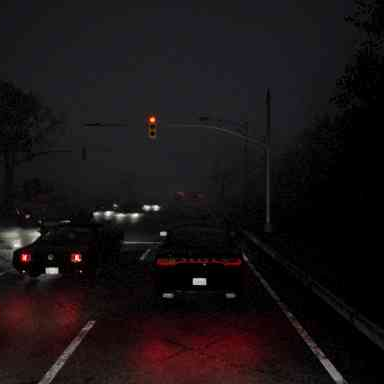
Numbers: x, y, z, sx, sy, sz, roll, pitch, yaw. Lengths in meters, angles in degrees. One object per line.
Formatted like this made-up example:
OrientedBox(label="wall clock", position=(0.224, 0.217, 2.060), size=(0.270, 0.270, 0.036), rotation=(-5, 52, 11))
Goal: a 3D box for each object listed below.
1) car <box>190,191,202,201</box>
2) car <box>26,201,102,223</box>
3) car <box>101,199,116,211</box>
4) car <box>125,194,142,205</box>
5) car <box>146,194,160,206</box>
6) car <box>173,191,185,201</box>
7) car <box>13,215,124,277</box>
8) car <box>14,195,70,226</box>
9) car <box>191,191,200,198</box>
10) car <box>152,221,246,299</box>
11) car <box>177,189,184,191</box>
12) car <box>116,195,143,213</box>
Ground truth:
OrientedBox(label="car", position=(0.792, 0.738, 66.938), size=(2.150, 2.045, 5.566), rotation=(0, 3, 1))
OrientedBox(label="car", position=(-6.956, 1.491, 18.757), size=(2.128, 1.511, 4.902), rotation=(0, 0, 1))
OrientedBox(label="car", position=(-10.213, 1.563, 39.981), size=(1.994, 1.385, 4.181), rotation=(0, 0, 1))
OrientedBox(label="car", position=(-10.002, 1.279, 57.210), size=(2.097, 1.767, 4.553), rotation=(0, 1, 1))
OrientedBox(label="car", position=(-6.524, 1.556, 55.836), size=(1.895, 1.301, 4.718), rotation=(0, 1, 1))
OrientedBox(label="car", position=(-2.808, 1.070, 66.869), size=(2.033, 1.411, 5.357), rotation=(0, 3, 1))
OrientedBox(label="car", position=(-3.373, 1.601, 10.199), size=(1.895, 1.301, 4.718), rotation=(0, 0, -1))
OrientedBox(label="car", position=(-10.399, 1.224, 23.846), size=(2.150, 2.045, 5.566), rotation=(0, 0, 1))
OrientedBox(label="car", position=(0.815, 0.561, 77.603), size=(1.895, 1.301, 4.718), rotation=(0, 3, 1))
OrientedBox(label="car", position=(0.153, 1.478, 8.522), size=(1.882, 1.535, 5.008), rotation=(0, 0, 0))
OrientedBox(label="car", position=(-2.689, 0.173, 77.247), size=(2.097, 1.767, 4.553), rotation=(0, 3, 1))
OrientedBox(label="car", position=(-6.746, 1.478, 37.248), size=(1.882, 1.535, 5.008), rotation=(0, 0, 1))
